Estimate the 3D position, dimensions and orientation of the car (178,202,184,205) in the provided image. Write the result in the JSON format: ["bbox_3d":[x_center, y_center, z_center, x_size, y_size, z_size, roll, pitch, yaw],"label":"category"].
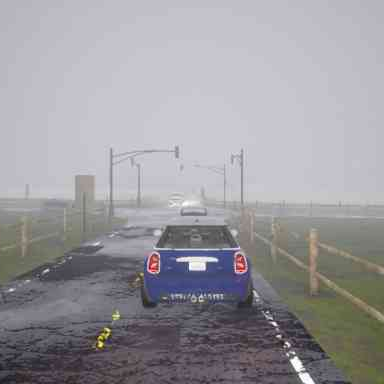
[{"bbox_3d":[0.091,1.507,17.262,1.837,1.490,4.892,0,0,0],"label":"car"}]

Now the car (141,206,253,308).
[{"bbox_3d":[0.096,1.353,8.096,2.097,1.767,4.553,0,0,0],"label":"car"}]

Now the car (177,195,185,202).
[{"bbox_3d":[-2.701,1.549,80.270,1.812,1.442,4.674,0,0,0],"label":"car"}]

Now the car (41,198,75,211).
[{"bbox_3d":[-14.105,1.325,36.100,4.181,1.385,1.994,1,0,4],"label":"car"}]

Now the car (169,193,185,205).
[{"bbox_3d":[-2.839,1.237,59.906,2.150,2.045,5.566,0,0,0],"label":"car"}]

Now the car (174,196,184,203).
[{"bbox_3d":[-2.735,1.615,69.928,1.895,1.301,4.718,0,0,0],"label":"car"}]
